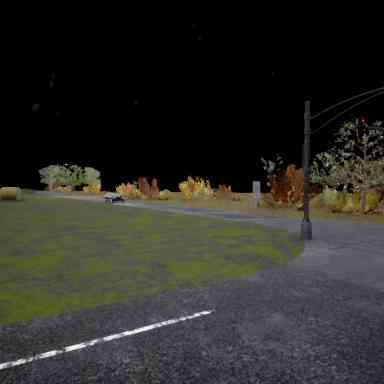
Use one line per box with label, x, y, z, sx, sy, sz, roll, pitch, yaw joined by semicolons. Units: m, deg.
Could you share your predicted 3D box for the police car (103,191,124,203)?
police car;-11.672;0.744;49.723;1.930;1.638;5.238;1;0;-32
